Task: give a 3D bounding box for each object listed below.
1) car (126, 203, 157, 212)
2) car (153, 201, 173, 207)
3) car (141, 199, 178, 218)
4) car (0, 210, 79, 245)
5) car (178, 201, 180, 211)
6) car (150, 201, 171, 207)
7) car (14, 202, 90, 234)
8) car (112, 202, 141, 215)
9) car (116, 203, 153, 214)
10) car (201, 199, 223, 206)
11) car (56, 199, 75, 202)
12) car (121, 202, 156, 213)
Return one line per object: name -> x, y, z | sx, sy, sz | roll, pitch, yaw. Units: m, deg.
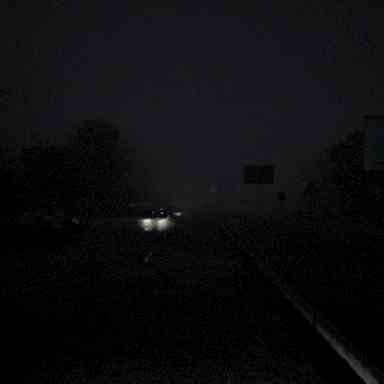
car -> -7.997, 2.438, 53.394 | 4.674, 1.452, 2.002 | 0, -1, 1
car -> -7.688, 3.060, 87.441 | 5.008, 1.535, 2.097 | 0, -1, 1
car -> -3.591, 1.833, 37.530 | 2.150, 2.045, 5.566 | 2, -1, 10
car -> -8.303, 1.746, 16.198 | 4.674, 1.452, 2.002 | 0, -1, 0
car -> -2.906, 2.221, 54.250 | 1.882, 1.535, 5.008 | 0, -1, 1
car -> -7.729, 2.936, 81.874 | 5.008, 1.535, 2.097 | 0, -1, 1
car -> -8.346, 1.638, 19.371 | 4.553, 1.767, 2.185 | 0, -1, 0
car -> -8.086, 2.257, 43.698 | 4.674, 1.452, 2.002 | 0, -1, 1
car -> -8.053, 2.280, 46.974 | 4.892, 1.521, 2.231 | 0, -1, 1
car -> 5.377, 3.002, 84.516 | 4.892, 1.521, 2.231 | 0, -1, 1
car -> -25.741, 2.161, 66.888 | 4.553, 1.767, 2.097 | 1, 2, 0
car -> -8.034, 2.339, 50.247 | 5.008, 1.535, 2.097 | 0, -1, 1
